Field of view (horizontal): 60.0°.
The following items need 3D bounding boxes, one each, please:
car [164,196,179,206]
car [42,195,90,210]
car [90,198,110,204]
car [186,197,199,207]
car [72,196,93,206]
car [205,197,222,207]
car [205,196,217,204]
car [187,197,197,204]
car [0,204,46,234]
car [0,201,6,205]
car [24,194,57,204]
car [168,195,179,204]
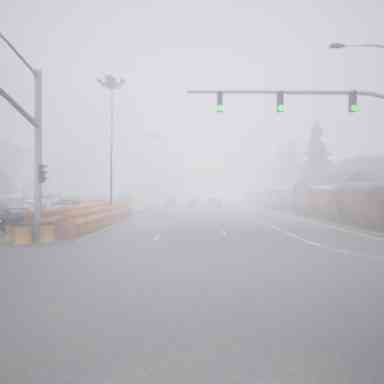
[{"bbox_3d":[-3.399,1.581,54.209,1.895,1.301,4.718,0,0,0],"label":"car"},{"bbox_3d":[-10.593,1.342,28.154,2.097,1.767,4.553,0,0,0],"label":"car"},{"bbox_3d":[-10.583,1.464,38.161,1.882,1.535,5.008,0,0,0],"label":"car"},{"bbox_3d":[0.108,1.529,51.607,2.033,1.411,5.357,0,0,0],"label":"car"},{"bbox_3d":[-17.508,1.487,53.470,1.837,1.490,4.892,0,0,1],"label":"car"},{"bbox_3d":[3.610,1.528,51.586,2.033,1.411,5.357,0,0,0],"label":"car"},{"bbox_3d":[3.511,1.541,61.920,1.994,1.385,4.181,0,0,0],"label":"car"},{"bbox_3d":[0.011,1.578,62.077,1.895,1.301,4.718,0,0,0],"label":"car"},{"bbox_3d":[-10.597,1.594,19.284,1.895,1.301,4.718,0,0,0],"label":"car"},{"bbox_3d":[-17.592,1.482,28.584,2.128,1.511,4.902,0,0,0],"label":"car"},{"bbox_3d":[-17.575,1.208,39.215,2.150,2.045,5.566,0,0,0],"label":"car"},{"bbox_3d":[-3.487,1.454,64.478,1.882,1.535,5.008,0,0,1],"label":"car"}]
